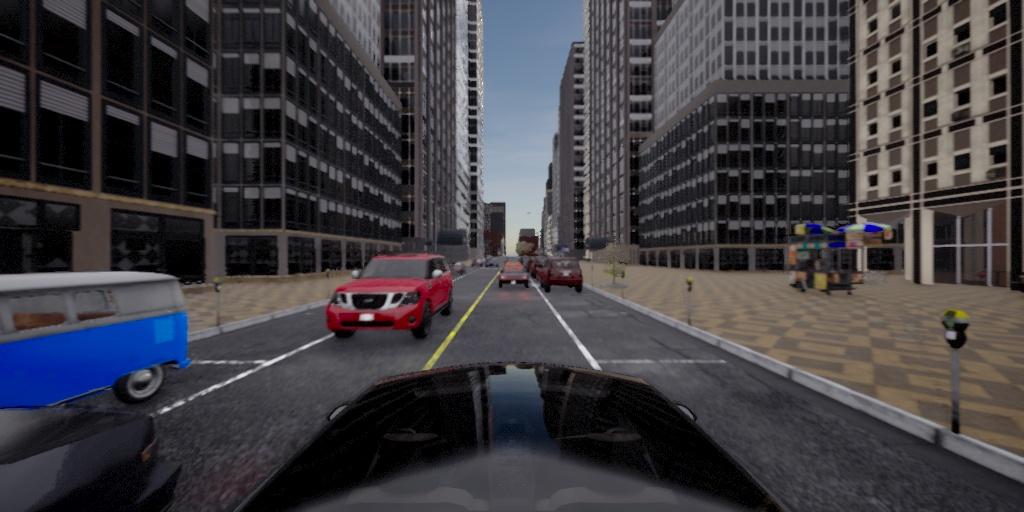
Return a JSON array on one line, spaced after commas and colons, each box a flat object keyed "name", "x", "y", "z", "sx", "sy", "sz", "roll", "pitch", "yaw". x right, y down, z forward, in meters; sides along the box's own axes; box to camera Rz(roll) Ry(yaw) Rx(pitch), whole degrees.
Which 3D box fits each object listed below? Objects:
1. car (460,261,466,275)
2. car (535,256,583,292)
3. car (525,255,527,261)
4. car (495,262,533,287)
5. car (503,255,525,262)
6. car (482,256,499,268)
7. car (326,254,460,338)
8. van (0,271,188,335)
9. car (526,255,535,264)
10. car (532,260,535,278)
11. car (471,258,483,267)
[{"name": "car", "x": -5.688, "y": 1.203, "z": 36.936, "sx": 1.802, "sy": 1.307, "sz": 4.207, "roll": 0, "pitch": 0, "yaw": 0}, {"name": "car", "x": 2.693, "y": 0.989, "z": 20.319, "sx": 2.192, "sy": 1.841, "sz": 5.009, "roll": 0, "pitch": 0, "yaw": 0}, {"name": "car", "x": 2.692, "y": 0.901, "z": 42.477, "sx": 2.192, "sy": 1.841, "sz": 5.009, "roll": 0, "pitch": 0, "yaw": 0}, {"name": "car", "x": 0.100, "y": 1.268, "z": 23.161, "sx": 1.895, "sy": 1.301, "sz": 4.718, "roll": 0, "pitch": 0, "yaw": 0}, {"name": "car", "x": 0.100, "y": 0.949, "z": 40.664, "sx": 2.097, "sy": 1.767, "sz": 4.553, "roll": 0, "pitch": 0, "yaw": 0}, {"name": "car", "x": -3.043, "y": 1.108, "z": 55.204, "sx": 1.994, "sy": 1.385, "sz": 4.181, "roll": 0, "pitch": 0, "yaw": 1}, {"name": "car", "x": -3.088, "y": 0.943, "z": 10.395, "sx": 2.150, "sy": 2.045, "sz": 5.566, "roll": 0, "pitch": 0, "yaw": 0}, {"name": "van", "x": -5.687, "y": 1.092, "z": 3.701, "sx": 1.690, "sy": 1.789, "sz": 3.998, "roll": 0, "pitch": 0, "yaw": 0}, {"name": "car", "x": 2.692, "y": 0.945, "z": 31.398, "sx": 2.192, "sy": 1.841, "sz": 5.009, "roll": 0, "pitch": 0, "yaw": 0}, {"name": "car", "x": 2.692, "y": 1.198, "z": 25.858, "sx": 1.888, "sy": 1.381, "sz": 4.507, "roll": 0, "pitch": 0, "yaw": 0}, {"name": "car", "x": -5.688, "y": 1.115, "z": 59.094, "sx": 1.802, "sy": 1.307, "sz": 4.207, "roll": 0, "pitch": 0, "yaw": 0}]
